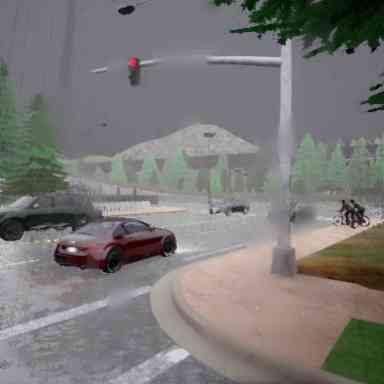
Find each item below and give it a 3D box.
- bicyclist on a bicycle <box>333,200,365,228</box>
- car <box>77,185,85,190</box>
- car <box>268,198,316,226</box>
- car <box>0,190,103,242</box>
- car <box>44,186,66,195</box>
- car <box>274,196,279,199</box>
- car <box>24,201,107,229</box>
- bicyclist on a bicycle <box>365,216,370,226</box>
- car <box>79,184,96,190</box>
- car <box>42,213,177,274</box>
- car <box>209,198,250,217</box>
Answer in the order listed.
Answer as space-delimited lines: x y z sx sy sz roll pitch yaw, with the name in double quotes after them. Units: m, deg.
8.985 1.288 19.460 0.582 1.620 1.656 0 0 -33 "bicyclist on a bicycle"
-24.835 -0.333 68.224 4.892 1.490 1.837 8 5 36 "car"
6.943 1.438 22.751 2.128 1.511 4.902 1 0 38 "car"
-7.341 1.087 16.180 2.150 2.045 5.566 1 1 38 "car"
-26.924 -0.280 65.415 4.181 1.385 1.994 8 5 36 "car"
13.161 1.319 48.466 2.128 1.511 4.902 1 0 -6 "car"
-7.870 1.353 21.167 1.812 1.442 4.674 1 0 38 "car"
9.971 1.291 20.344 1.656 1.620 0.582 0 0 32 "bicyclist on a bicycle"
-22.703 -0.604 71.000 5.566 2.045 2.150 8 5 36 "car"
-2.221 1.512 10.634 1.994 1.385 4.181 1 0 29 "car"
3.401 1.308 29.778 2.128 1.511 4.902 1 0 38 "car"
